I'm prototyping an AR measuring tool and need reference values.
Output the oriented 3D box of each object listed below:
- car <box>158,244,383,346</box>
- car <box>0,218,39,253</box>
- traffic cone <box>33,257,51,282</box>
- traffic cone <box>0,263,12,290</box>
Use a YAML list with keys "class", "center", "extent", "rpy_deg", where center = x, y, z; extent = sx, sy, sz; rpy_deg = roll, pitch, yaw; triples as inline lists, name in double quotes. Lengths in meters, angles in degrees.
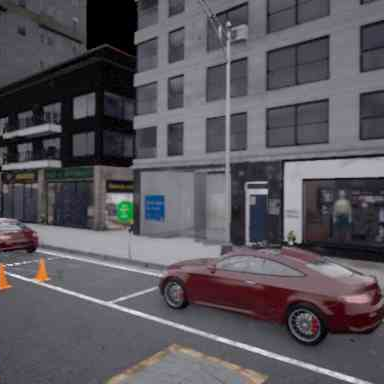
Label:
- class: "car"
  center: [1.243, 1.668, 6.339]
  extent: [4.206, 1.307, 1.802]
  rpy_deg: [0, -1, 37]
- class: "car"
  center: [-7.565, 1.680, 12.932]
  extent: [4.206, 1.307, 1.802]
  rpy_deg: [0, -1, 37]
- class: "traffic cone"
  center: [-3.981, 2.032, 8.830]
  extent: [0.340, 0.580, 0.340]
  rpy_deg: [0, -1, 37]
- class: "traffic cone"
  center: [-4.581, 2.019, 8.030]
  extent: [0.340, 0.580, 0.340]
  rpy_deg: [0, -1, 37]
